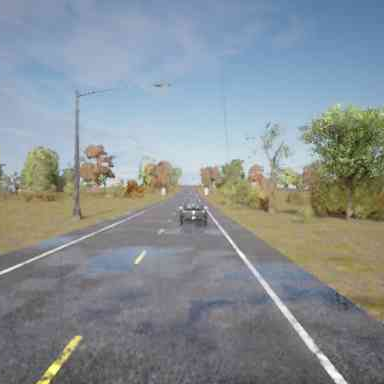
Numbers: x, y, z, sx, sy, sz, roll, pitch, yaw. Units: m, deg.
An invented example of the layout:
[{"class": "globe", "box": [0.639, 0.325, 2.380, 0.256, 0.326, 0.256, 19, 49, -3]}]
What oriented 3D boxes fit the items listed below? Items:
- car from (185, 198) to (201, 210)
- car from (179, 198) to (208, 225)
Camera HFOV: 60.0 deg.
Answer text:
[{"class": "car", "box": [0.115, 1.475, 41.399, 1.994, 1.385, 4.181, 0, 0, 0]}, {"class": "car", "box": [0.106, 1.444, 23.528, 2.128, 1.511, 4.902, 0, 0, 0]}]
